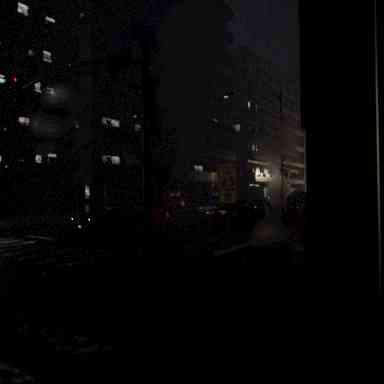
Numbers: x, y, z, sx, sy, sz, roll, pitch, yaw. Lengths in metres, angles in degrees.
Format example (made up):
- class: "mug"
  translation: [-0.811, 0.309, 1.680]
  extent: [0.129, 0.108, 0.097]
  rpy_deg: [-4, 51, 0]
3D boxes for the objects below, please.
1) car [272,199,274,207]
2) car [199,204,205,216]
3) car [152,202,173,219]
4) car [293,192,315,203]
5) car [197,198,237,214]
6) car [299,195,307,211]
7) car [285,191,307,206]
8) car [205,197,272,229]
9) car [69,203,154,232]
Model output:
- class: "car"
  translation: [9.263, 1.307, 43.152]
  extent: [1.947, 1.339, 4.313]
  rpy_deg: [-1, 0, 36]
- class: "car"
  translation: [2.584, 1.410, 29.517]
  extent: [1.895, 1.301, 4.718]
  rpy_deg: [-1, 0, 36]
- class: "car"
  translation: [-3.376, 1.455, 25.843]
  extent: [1.887, 1.381, 4.507]
  rpy_deg: [-1, 0, 36]
- class: "car"
  translation: [19.221, 0.927, 56.919]
  extent: [2.192, 1.841, 5.009]
  rpy_deg: [-1, 0, 36]
- class: "car"
  translation: [2.620, 1.380, 33.974]
  extent: [2.008, 1.369, 4.403]
  rpy_deg: [-1, 0, 36]
- class: "car"
  translation: [12.729, 1.194, 33.651]
  extent: [1.947, 1.339, 4.313]
  rpy_deg: [-1, 0, 36]
- class: "car"
  translation: [14.825, 0.871, 46.311]
  extent: [2.150, 2.045, 5.566]
  rpy_deg: [-1, -1, 36]
- class: "car"
  translation: [2.856, 1.199, 19.822]
  extent: [1.967, 1.590, 4.097]
  rpy_deg: [-1, 0, 36]
- class: "car"
  translation: [-4.697, 1.508, 19.431]
  extent: [1.895, 1.301, 4.718]
  rpy_deg: [-1, 0, 35]
